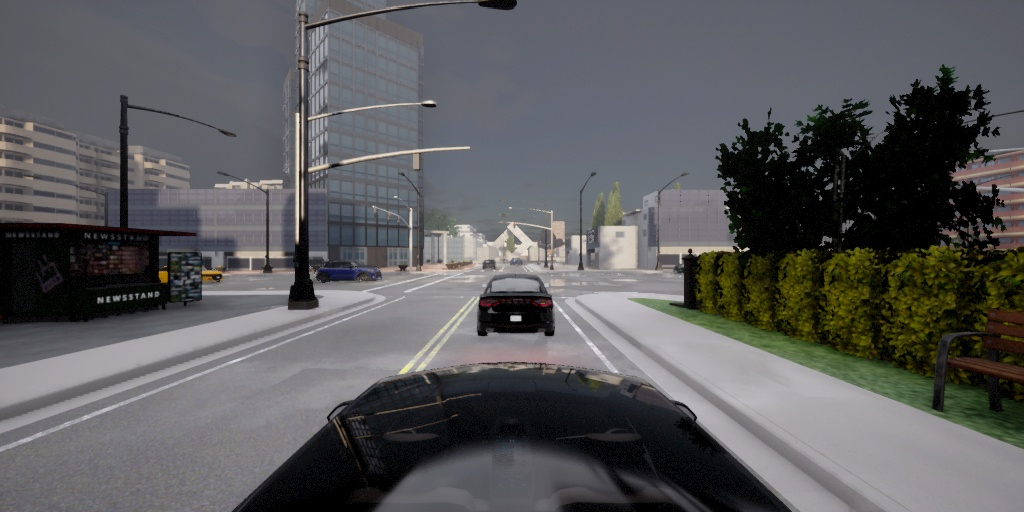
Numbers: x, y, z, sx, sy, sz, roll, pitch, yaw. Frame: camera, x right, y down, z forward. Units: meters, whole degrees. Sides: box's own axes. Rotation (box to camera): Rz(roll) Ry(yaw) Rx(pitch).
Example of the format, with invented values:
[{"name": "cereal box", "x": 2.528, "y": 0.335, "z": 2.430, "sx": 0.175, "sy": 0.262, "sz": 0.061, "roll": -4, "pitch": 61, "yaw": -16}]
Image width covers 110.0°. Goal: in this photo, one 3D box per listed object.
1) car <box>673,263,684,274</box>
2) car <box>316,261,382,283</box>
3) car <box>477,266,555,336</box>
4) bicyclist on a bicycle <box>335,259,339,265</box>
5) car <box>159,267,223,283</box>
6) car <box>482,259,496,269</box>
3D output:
[{"name": "car", "x": 19.988, "y": 1.057, "z": 38.837, "sx": 4.553, "sy": 1.767, "sz": 2.097, "roll": 0, "pitch": 0, "yaw": 0}, {"name": "car", "x": -12.631, "y": 1.172, "z": 28.039, "sx": 4.553, "sy": 1.767, "sz": 2.097, "roll": 0, "pitch": 0, "yaw": -1}, {"name": "car", "x": 0.109, "y": 1.228, "z": 10.391, "sx": 1.882, "sy": 1.535, "sz": 5.008, "roll": 0, "pitch": 0, "yaw": 1}, {"name": "bicyclist on a bicycle", "x": -21.823, "y": 1.216, "z": 44.450, "sx": 0.582, "sy": 1.620, "sz": 1.656, "roll": -1, "pitch": 0, "yaw": 0}, {"name": "car", "x": -25.413, "y": 1.440, "z": 27.961, "sx": 5.008, "sy": 1.535, "sz": 1.882, "roll": -1, "pitch": 0, "yaw": 0}, {"name": "car", "x": -3.380, "y": 1.227, "z": 54.173, "sx": 1.882, "sy": 1.535, "sz": 5.008, "roll": 0, "pitch": 0, "yaw": 0}]
